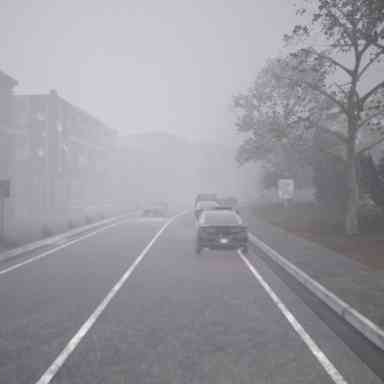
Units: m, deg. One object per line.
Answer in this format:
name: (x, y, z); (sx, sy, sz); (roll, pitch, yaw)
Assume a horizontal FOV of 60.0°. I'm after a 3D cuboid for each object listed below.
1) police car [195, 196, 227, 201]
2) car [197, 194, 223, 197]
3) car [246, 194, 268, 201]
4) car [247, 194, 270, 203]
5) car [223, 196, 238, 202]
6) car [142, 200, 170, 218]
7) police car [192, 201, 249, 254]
police car: (1.098, 1.367, 23.435); (1.930, 1.638, 5.238); (0, 0, 1)
car: (1.382, 1.149, 29.182); (2.150, 2.045, 5.566); (0, 0, 5)
car: (13.266, 1.081, 68.052); (4.181, 1.385, 1.994); (-1, 0, -35)
car: (12.249, 1.148, 59.824); (1.812, 1.442, 4.674); (0, 1, 40)
car: (5.177, 1.291, 48.123); (1.882, 1.535, 5.008); (0, 0, 26)
car: (-3.137, 1.476, 30.148); (2.033, 1.411, 5.357); (0, 0, 4)
police car: (1.048, 1.392, 13.497); (1.930, 1.638, 5.238); (0, 0, 0)
